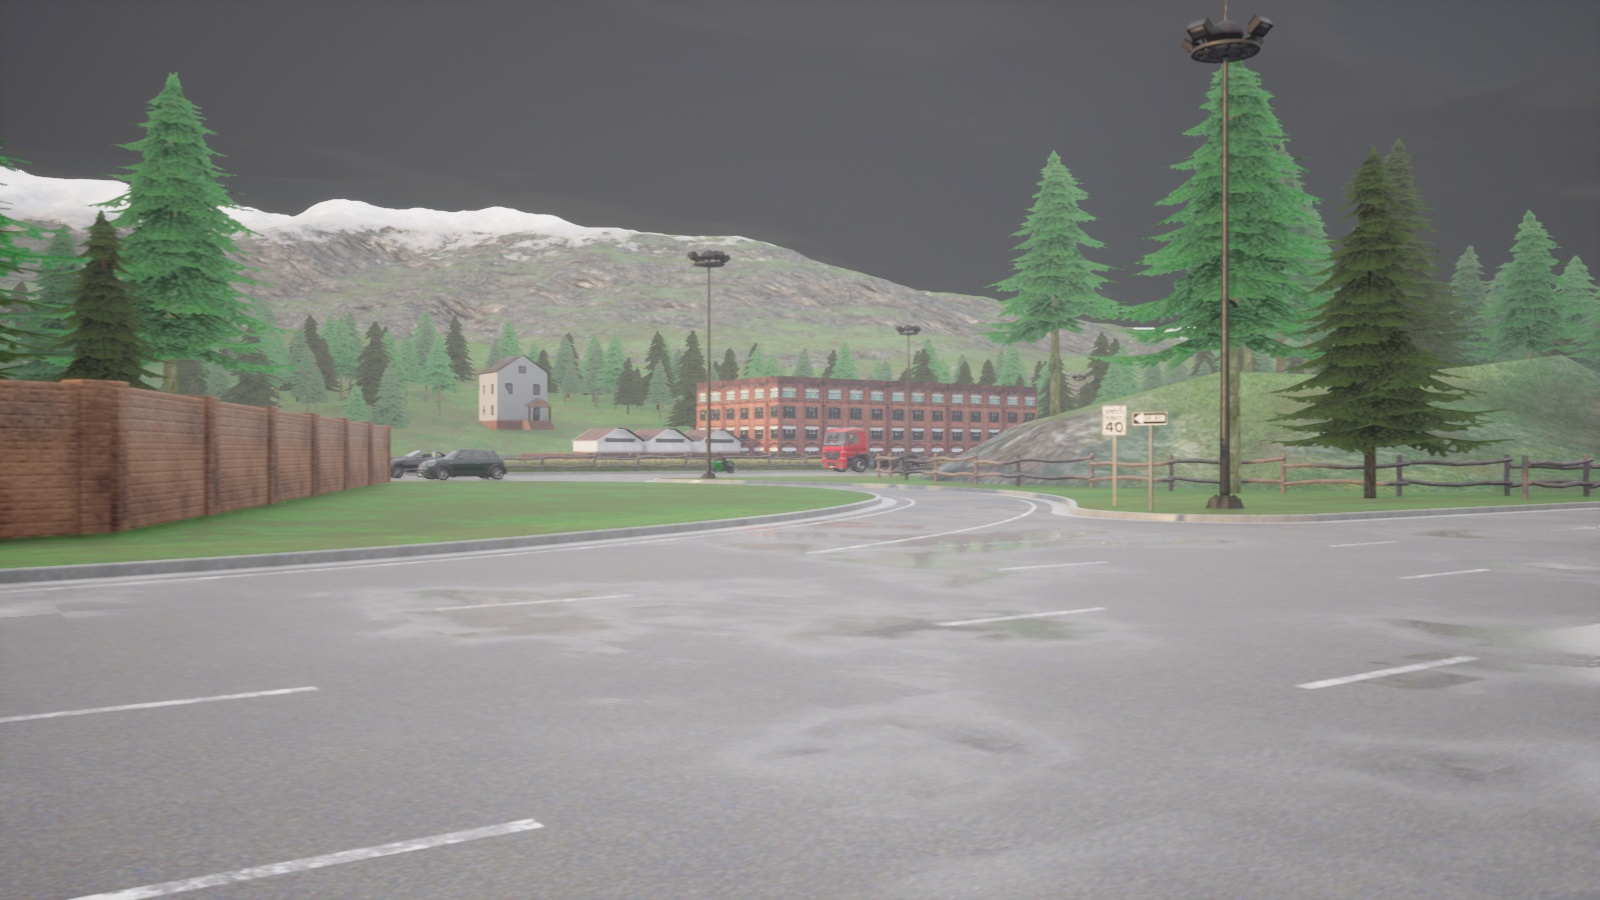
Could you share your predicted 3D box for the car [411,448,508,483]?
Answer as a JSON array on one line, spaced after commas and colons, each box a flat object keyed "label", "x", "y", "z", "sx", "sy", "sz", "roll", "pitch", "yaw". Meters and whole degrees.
[{"label": "car", "x": -18.228, "y": 0.807, "z": 67.300, "sx": 4.553, "sy": 1.767, "sz": 2.097, "roll": 0, "pitch": 0, "yaw": -35}]

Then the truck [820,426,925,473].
[{"label": "truck", "x": 5.600, "y": -0.012, "z": 96.559, "sx": 7.936, "sy": 3.462, "sz": 2.891, "roll": 0, "pitch": 0, "yaw": -35}]

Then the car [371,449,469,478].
[{"label": "car", "x": -22.106, "y": 0.749, "z": 73.130, "sx": 5.027, "sy": 1.651, "sz": 2.152, "roll": 0, "pitch": 0, "yaw": -35}]

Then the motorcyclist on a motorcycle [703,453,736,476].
[{"label": "motorcyclist on a motorcycle", "x": -5.419, "y": 0.945, "z": 84.679, "sx": 2.044, "sy": 1.523, "sz": 0.797, "roll": -1, "pitch": 0, "yaw": -35}]
